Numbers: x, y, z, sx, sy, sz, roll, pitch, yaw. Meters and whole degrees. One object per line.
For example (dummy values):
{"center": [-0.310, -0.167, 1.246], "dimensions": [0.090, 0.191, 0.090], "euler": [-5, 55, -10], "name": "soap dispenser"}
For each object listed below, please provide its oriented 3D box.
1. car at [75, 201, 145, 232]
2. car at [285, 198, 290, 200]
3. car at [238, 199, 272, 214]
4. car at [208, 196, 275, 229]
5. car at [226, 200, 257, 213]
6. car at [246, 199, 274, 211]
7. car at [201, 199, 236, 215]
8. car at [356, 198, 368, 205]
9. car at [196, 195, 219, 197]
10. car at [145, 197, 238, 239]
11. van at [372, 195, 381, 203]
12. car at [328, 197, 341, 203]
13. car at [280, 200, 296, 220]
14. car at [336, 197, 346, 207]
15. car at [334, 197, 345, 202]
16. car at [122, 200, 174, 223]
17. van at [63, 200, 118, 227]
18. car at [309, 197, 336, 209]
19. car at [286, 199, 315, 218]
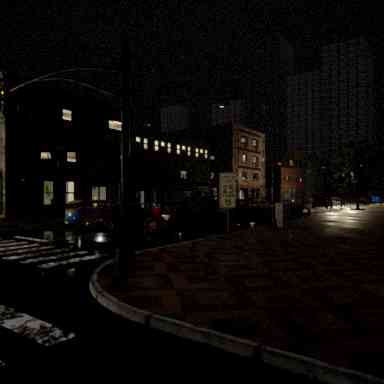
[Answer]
{"center": [-4.558, 1.538, 21.112], "dimensions": [1.882, 1.535, 5.008], "euler": [0, 0, 35], "name": "car"}
{"center": [15.567, 1.742, 54.027], "dimensions": [1.752, 1.417, 4.829], "euler": [-1, -1, 35], "name": "car"}
{"center": [7.181, 1.609, 37.673], "dimensions": [1.882, 1.535, 5.008], "euler": [0, 0, 36], "name": "car"}
{"center": [3.357, 1.367, 22.276], "dimensions": [2.192, 1.841, 5.009], "euler": [-1, -1, 35], "name": "car"}
{"center": [6.091, 1.701, 40.640], "dimensions": [2.008, 1.369, 4.403], "euler": [-1, -1, 35], "name": "car"}
{"center": [9.283, 1.722, 45.149], "dimensions": [2.008, 1.369, 4.403], "euler": [-1, -1, 35], "name": "car"}
{"center": [2.900, 1.569, 36.133], "dimensions": [1.967, 1.590, 4.097], "euler": [-1, -1, 35], "name": "car"}
{"center": [32.083, 1.801, 62.853], "dimensions": [2.008, 1.369, 4.403], "euler": [-1, -1, 35], "name": "car"}
{"center": [1.142, 1.315, 29.161], "dimensions": [2.150, 2.045, 5.566], "euler": [0, 0, 35], "name": "car"}
{"center": [0.166, 1.349, 17.767], "dimensions": [2.192, 1.841, 5.009], "euler": [-1, -1, 35], "name": "car"}
{"center": [44.848, 1.694, 80.891], "dimensions": [1.690, 1.788, 3.998], "euler": [-1, -1, 35], "name": "van"}
{"center": [34.816, 1.915, 81.219], "dimensions": [2.008, 1.369, 4.403], "euler": [-1, -1, 35], "name": "car"}
{"center": [6.550, 1.616, 26.783], "dimensions": [1.887, 1.381, 4.507], "euler": [-1, -1, 35], "name": "car"}
{"center": [25.373, 1.828, 57.851], "dimensions": [1.895, 1.301, 4.718], "euler": [0, 0, 36], "name": "car"}
{"center": [38.007, 1.935, 85.728], "dimensions": [1.887, 1.381, 4.507], "euler": [-1, -1, 35], "name": "car"}
{"center": [-3.484, 1.531, 27.114], "dimensions": [1.967, 1.590, 4.097], "euler": [-1, -1, 35], "name": "car"}
{"center": [-6.675, 1.414, 22.607], "dimensions": [1.690, 1.788, 3.998], "euler": [-1, 0, 35], "name": "van"}
{"center": [19.505, 1.536, 49.560], "dimensions": [2.097, 1.767, 4.553], "euler": [0, 0, 35], "name": "car"}
{"center": [9.742, 1.657, 31.292], "dimensions": [1.947, 1.339, 4.313], "euler": [-1, -1, 35], "name": "car"}
